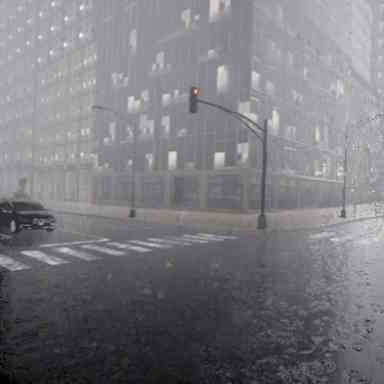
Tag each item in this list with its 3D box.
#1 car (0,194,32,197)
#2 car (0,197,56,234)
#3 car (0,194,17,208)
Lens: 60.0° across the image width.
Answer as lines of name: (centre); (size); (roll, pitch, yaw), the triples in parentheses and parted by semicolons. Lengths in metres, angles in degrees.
car: (-16.874, 0.977, 32.669); (4.097, 1.590, 1.967); (1, 0, 43)
car: (-8.637, 1.187, 16.996); (4.892, 1.490, 1.837); (1, 0, 45)
car: (-21.140, 0.964, 36.677); (4.829, 1.417, 1.752); (1, 0, 43)
